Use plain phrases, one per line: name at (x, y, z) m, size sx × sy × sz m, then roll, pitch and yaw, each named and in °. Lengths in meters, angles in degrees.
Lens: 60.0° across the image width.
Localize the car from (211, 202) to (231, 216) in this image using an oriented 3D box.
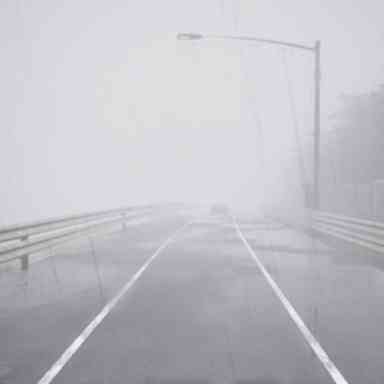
car at (3.233, 1.999, 38.741) m, size 1.882 × 1.535 × 5.008 m, roll 1°, pitch -3°, yaw 7°
